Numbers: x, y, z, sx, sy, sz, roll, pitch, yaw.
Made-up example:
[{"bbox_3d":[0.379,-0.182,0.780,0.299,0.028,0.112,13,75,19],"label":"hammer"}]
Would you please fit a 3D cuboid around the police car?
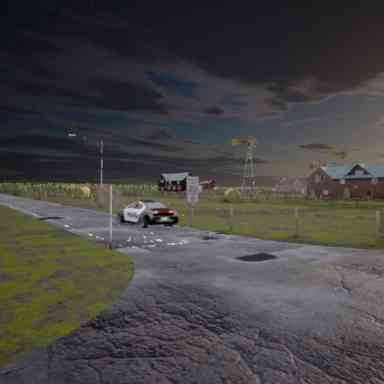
[{"bbox_3d":[-2.883,1.261,20.030,2.038,1.542,4.974,1,0,-36],"label":"police car"}]
